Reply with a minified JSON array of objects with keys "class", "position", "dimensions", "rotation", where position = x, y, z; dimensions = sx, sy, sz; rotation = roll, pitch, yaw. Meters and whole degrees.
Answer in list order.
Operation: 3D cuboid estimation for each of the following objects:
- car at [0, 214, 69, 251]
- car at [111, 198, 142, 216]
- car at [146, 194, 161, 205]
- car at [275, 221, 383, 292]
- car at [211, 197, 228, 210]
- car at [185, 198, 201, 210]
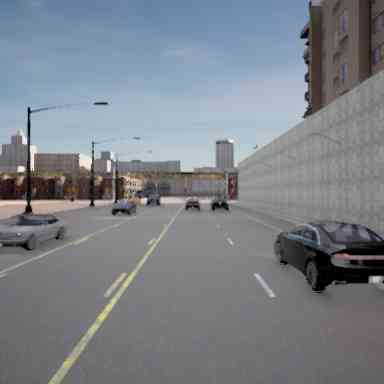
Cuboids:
[{"class":"car","position":[-7.077,1.638,14.389],"dimensions":[1.895,1.301,4.718],"rotation":[0,0,0]},{"class":"car","position":[-6.946,1.640,34.660],"dimensions":[2.033,1.411,5.357],"rotation":[0,0,0]},{"class":"car","position":[-6.901,1.465,60.549],"dimensions":[2.150,2.045,5.566],"rotation":[0,0,0]},{"class":"car","position":[3.621,1.519,8.980],"dimensions":[2.128,1.511,4.902],"rotation":[0,0,0]},{"class":"car","position":[3.609,1.475,44.262],"dimensions":[2.097,1.767,4.553],"rotation":[0,0,1]},{"class":"car","position":[0.109,1.629,44.397],"dimensions":[1.837,1.490,4.892],"rotation":[0,0,1]}]
